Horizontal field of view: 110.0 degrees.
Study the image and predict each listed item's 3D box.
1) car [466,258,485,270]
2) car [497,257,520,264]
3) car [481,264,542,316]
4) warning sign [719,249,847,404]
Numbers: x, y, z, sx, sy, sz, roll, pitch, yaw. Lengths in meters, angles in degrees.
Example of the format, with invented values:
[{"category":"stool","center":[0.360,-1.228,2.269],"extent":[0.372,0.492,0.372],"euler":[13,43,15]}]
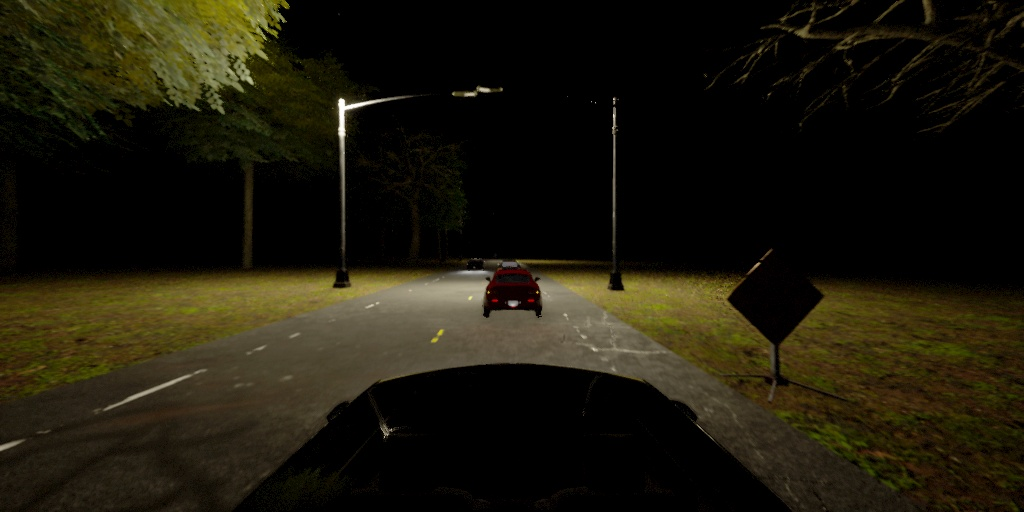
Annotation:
[{"category":"car","center":[-4.214,0.935,41.687],"extent":[1.895,1.301,4.718],"euler":[0,1,-2]},{"category":"car","center":[-0.194,1.046,27.618],"extent":[1.994,1.385,4.181],"euler":[0,1,-1]},{"category":"car","center":[0.023,1.163,12.589],"extent":[1.812,1.442,4.674],"euler":[0,1,0]},{"category":"warning sign","center":[3.545,0.832,4.809],"extent":[1.300,1.860,1.060],"euler":[0,0,0]}]
